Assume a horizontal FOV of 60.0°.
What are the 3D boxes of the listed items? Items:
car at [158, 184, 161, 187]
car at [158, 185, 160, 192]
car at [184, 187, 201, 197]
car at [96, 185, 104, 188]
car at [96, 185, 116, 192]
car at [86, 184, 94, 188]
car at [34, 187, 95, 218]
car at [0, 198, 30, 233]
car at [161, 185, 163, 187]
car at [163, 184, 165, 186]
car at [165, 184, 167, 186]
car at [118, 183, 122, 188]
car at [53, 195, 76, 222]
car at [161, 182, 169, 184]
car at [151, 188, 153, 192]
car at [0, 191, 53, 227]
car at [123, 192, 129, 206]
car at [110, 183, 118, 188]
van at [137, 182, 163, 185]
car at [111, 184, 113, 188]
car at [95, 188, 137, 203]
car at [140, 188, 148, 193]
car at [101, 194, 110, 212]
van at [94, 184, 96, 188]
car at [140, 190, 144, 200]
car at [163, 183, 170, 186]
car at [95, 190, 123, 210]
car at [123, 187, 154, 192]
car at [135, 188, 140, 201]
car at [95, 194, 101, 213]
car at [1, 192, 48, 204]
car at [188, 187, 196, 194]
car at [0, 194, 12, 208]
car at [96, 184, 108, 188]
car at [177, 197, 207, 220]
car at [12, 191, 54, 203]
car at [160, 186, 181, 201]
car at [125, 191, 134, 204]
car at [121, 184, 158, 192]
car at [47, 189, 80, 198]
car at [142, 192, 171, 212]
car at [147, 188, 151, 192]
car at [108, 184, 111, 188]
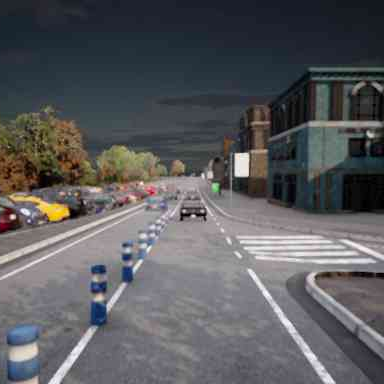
[{"bbox_3d":[-9.502,-0.275,69.972,4.553,1.767,2.185,0,2,1],"label":"car"},{"bbox_3d":[-9.743,-0.040,67.323,5.366,1.575,1.946,0,2,1],"label":"car"},{"bbox_3d":[0.093,0.665,42.789,2.097,1.767,4.553,0,2,0],"label":"car"},{"bbox_3d":[-22.589,-0.239,72.971,4.674,1.452,2.002,0,2,1],"label":"car"},{"bbox_3d":[-22.429,-1.001,86.875,4.553,1.767,2.185,0,2,1],"label":"car"},{"bbox_3d":[-22.634,-0.176,64.611,5.566,2.045,2.435,0,2,1],"label":"car"},{"bbox_3d":[-9.992,0.878,22.760,5.566,2.045,2.435,0,0,1],"label":"car"},{"bbox_3d":[-10.069,1.122,14.402,4.792,1.488,2.163,0,0,1],"label":"car"},{"bbox_3d":[-9.513,-0.272,72.883,4.892,1.521,2.231,0,2,1],"label":"car"},{"bbox_3d":[-9.462,-0.511,78.445,5.008,1.535,2.097,0,2,1],"label":"car"},{"bbox_3d":[-9.426,-0.630,81.225,5.008,1.535,2.097,0,2,1],"label":"car"},{"bbox_3d":[-22.404,-1.117,92.445,5.008,1.535,2.097,0,2,1],"label":"car"},{"bbox_3d":[-9.983,1.126,19.967,5.008,1.535,2.097,0,0,1],"label":"car"},{"bbox_3d":[-9.324,-1.116,89.562,4.553,1.767,2.185,0,2,1],"label":"car"},{"bbox_3d":[-9.630,0.459,56.198,4.792,1.488,2.163,0,2,1],"label":"car"},{"bbox_3d":[-10.045,0.987,17.188,4.553,1.767,2.185,0,0,1],"label":"car"},{"bbox_3d":[-9.807,1.023,36.698,4.792,1.488,2.163,0,1,1],"label":"car"},{"bbox_3d":[-22.457,-1.006,84.088,5.566,2.045,2.435,0,2,1],"label":"car"},{"bbox_3d":[-9.598,-0.617,75.656,4.442,1.987,1.878,0,2,1],"label":"van"},{"bbox_3d":[-22.539,-0.606,81.316,4.792,1.488,2.163,0,2,1],"label":"car"},{"bbox_3d":[-9.817,0.750,42.268,4.553,1.767,2.185,0,1,1],"label":"car"},{"bbox_3d":[-9.704,0.632,50.624,5.008,1.535,2.097,0,2,0],"label":"car"},{"bbox_3d":[-9.884,1.137,28.329,4.792,1.488,2.163,0,1,1],"label":"car"},{"bbox_3d":[-22.521,-0.268,67.394,4.442,1.987,1.878,0,2,1],"label":"van"},{"bbox_3d":[-9.738,0.762,47.838,4.674,1.452,2.002,0,2,1],"label":"car"},{"bbox_3d":[-9.195,-0.872,86.785,5.366,1.575,1.946,0,2,1],"label":"car"},{"bbox_3d":[-9.831,0.914,33.908,4.553,1.767,2.185,0,1,1],"label":"car"},{"bbox_3d":[-9.631,0.356,58.982,4.674,1.452,2.002,0,2,1],"label":"car"},{"bbox_3d":[-9.792,0.677,45.047,4.553,1.767,2.185,0,2,1],"label":"car"},{"bbox_3d":[-9.932,1.124,25.550,4.892,1.521,2.231,0,0,1],"label":"car"},{"bbox_3d":[-22.656,0.797,44.996,5.366,1.575,1.946,0,1,1],"label":"car"},{"bbox_3d":[0.044,-0.319,74.071,1.812,1.442,4.674,0,2,0],"label":"car"},{"bbox_3d":[-22.910,0.988,36.765,4.892,1.521,2.231,0,1,1],"label":"car"},{"bbox_3d":[-22.567,-0.398,75.751,5.008,1.535,2.097,0,2,1],"label":"car"},{"bbox_3d":[0.096,1.284,24.552,1.895,1.301,4.718,0,1,0],"label":"car"},{"bbox_3d":[-22.822,0.719,47.786,5.008,1.535,2.097,0,2,1],"label":"car"},{"bbox_3d":[-3.315,0.403,51.624,2.097,1.767,4.553,0,2,0],"label":"car"},{"bbox_3d":[-9.840,0.968,39.485,4.792,1.488,2.163,0,1,1],"label":"car"},{"bbox_3d":[-9.637,-0.053,61.750,5.566,2.045,2.435,0,2,1],"label":"car"},{"bbox_3d":[-22.709,0.316,58.934,5.008,1.535,2.097,0,2,1],"label":"car"},{"bbox_3d":[-3.351,1.069,32.160,1.812,1.442,4.674,0,1,0],"label":"car"},{"bbox_3d":[-9.679,0.535,53.412,5.008,1.535,2.097,0,2,1],"label":"car"},{"bbox_3d":[-22.543,-0.516,78.534,4.892,1.521,2.231,0,2,1],"label":"car"}]
